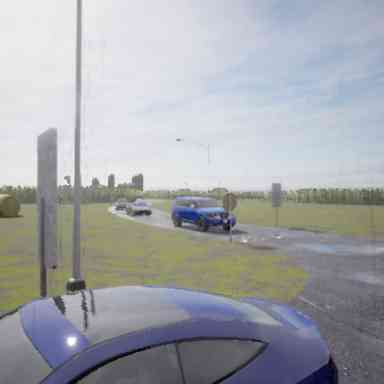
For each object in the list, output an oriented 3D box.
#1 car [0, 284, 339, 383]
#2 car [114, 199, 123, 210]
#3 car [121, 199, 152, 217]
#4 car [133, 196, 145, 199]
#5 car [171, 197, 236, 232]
[{"bbox_3d":[-0.815,1.531,2.328,4.674,1.442,1.812,1,0,-36],"label":"car"},{"bbox_3d":[-9.971,1.773,47.548,1.837,1.490,4.892,0,1,-13],"label":"car"},{"bbox_3d":[-5.588,1.764,34.443,2.033,1.411,5.357,0,0,-22],"label":"car"},{"bbox_3d":[-8.165,1.816,51.822,1.812,1.442,4.674,0,0,-12],"label":"car"},{"bbox_3d":[0.581,1.385,21.958,2.150,2.045,5.566,0,0,-30],"label":"car"}]
